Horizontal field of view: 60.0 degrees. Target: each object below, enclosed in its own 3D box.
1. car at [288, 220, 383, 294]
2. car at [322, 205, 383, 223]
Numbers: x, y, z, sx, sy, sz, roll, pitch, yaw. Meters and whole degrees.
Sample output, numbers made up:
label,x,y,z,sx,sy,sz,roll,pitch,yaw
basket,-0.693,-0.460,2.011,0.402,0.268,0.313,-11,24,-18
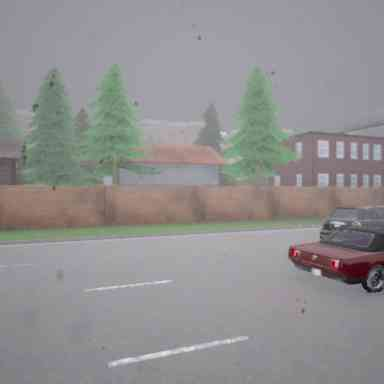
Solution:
label,x,y,z,sx,sy,sz,roll,pitch,yaw
car,4.952,1.579,8.618,4.718,1.301,1.895,0,0,-23
car,7.492,1.320,13.471,4.553,1.767,2.097,0,0,-23
